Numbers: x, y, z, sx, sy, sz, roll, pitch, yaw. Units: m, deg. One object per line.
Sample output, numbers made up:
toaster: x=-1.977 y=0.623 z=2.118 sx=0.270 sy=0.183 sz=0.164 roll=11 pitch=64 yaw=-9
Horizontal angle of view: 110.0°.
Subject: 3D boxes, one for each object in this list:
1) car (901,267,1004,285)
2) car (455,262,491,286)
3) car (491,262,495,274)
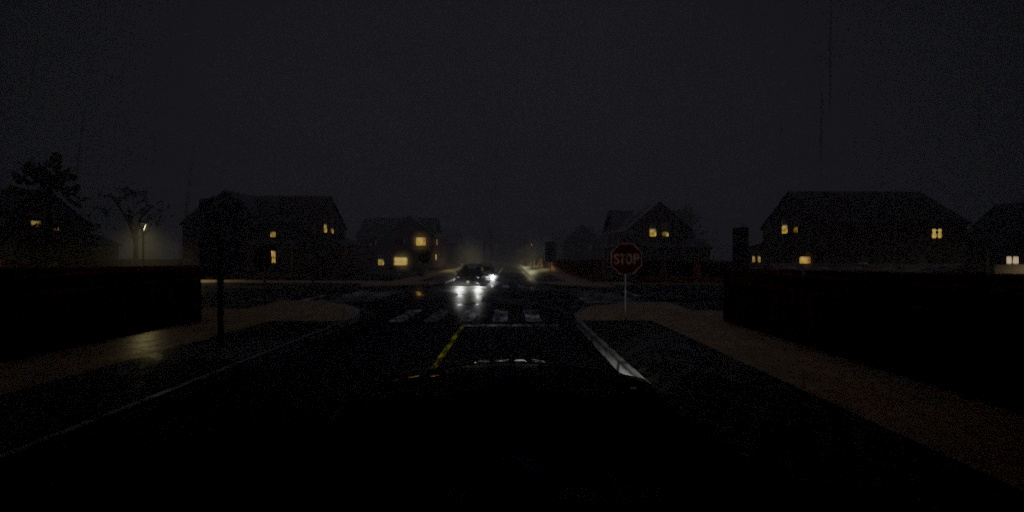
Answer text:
car: x=23.486 y=1.353 z=19.514 sx=5.008 sy=1.535 sz=1.882 roll=0 pitch=0 yaw=0
car: x=-2.850 y=1.293 z=25.798 sx=2.033 sy=1.411 sz=5.357 roll=0 pitch=0 yaw=0
car: x=-2.910 y=1.381 z=41.127 sx=1.895 sy=1.301 sz=4.718 roll=0 pitch=0 yaw=0
